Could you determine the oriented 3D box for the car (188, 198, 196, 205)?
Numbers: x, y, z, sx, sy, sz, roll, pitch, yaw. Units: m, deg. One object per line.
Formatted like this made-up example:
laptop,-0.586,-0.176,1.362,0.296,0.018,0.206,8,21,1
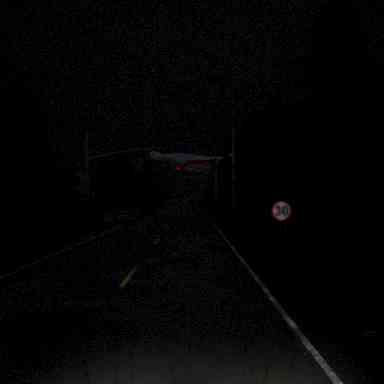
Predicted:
car,0.003,2.417,84.250,1.837,1.490,4.892,0,-1,0
